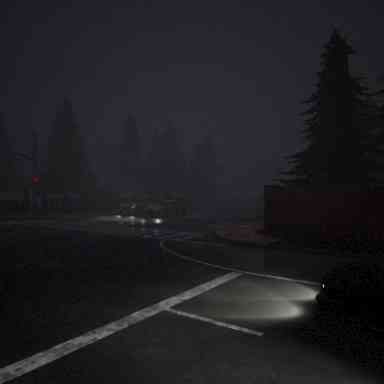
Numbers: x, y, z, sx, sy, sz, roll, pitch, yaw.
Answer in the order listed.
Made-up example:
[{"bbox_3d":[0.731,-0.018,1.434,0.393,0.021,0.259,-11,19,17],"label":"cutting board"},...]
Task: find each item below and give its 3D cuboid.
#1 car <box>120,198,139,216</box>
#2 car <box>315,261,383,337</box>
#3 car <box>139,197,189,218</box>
[{"bbox_3d":[-4.958,1.350,32.857,2.097,1.767,4.553,0,0,35],"label":"car"},{"bbox_3d":[4.752,1.548,4.875,5.357,1.411,2.033,0,0,36],"label":"car"},{"bbox_3d":[-2.226,1.476,30.662,1.882,1.535,5.008,0,0,35],"label":"car"}]
